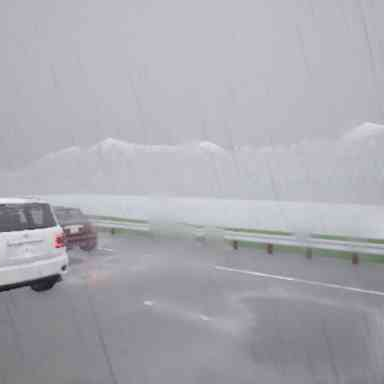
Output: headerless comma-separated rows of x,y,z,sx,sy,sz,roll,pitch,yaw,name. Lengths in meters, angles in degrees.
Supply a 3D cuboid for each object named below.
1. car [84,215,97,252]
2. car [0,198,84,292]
-5.610,1.276,12.246,4.553,1.767,2.097,0,0,36,car
-5.148,1.159,7.591,5.566,2.045,2.150,-1,0,36,car
